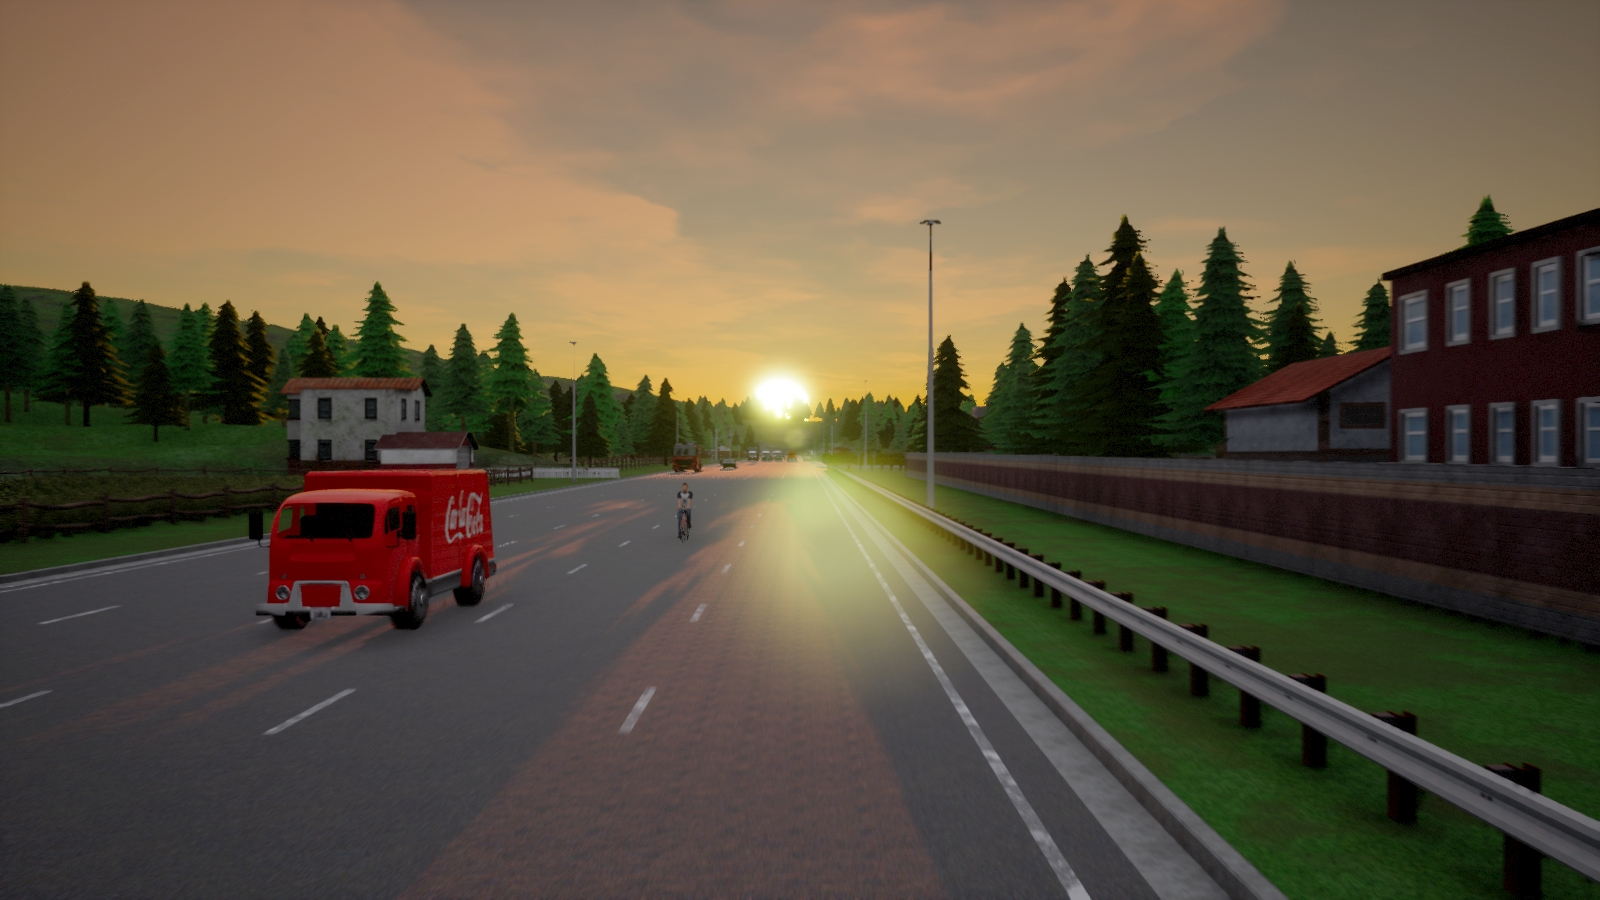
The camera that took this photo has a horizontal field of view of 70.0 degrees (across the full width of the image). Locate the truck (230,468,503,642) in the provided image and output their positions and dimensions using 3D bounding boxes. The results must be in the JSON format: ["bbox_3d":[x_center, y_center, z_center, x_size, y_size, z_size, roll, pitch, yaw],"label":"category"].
[{"bbox_3d":[-6.995,1.568,19.262,2.627,2.467,5.204,0,0,0],"label":"truck"}]

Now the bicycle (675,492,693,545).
[{"bbox_3d":[-3.494,2.055,34.598,0.373,1.496,1.643,0,0,0],"label":"bicycle"}]
